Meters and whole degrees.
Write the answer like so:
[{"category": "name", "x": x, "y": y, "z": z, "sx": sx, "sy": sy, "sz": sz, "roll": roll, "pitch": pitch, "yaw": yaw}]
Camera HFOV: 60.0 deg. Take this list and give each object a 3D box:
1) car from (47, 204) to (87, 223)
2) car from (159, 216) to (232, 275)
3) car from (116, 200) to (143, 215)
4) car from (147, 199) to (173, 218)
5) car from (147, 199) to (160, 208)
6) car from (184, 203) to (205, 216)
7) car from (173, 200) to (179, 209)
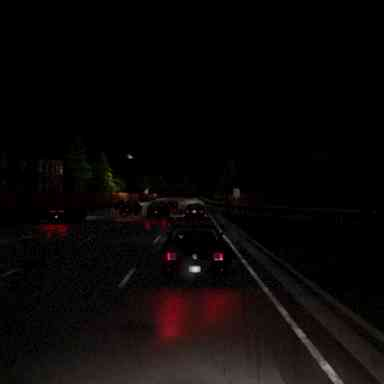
[{"category": "car", "x": -10.295, "y": 1.703, "z": 27.776, "sx": 2.128, "sy": 1.511, "sz": 4.902, "roll": 0, "pitch": -1, "yaw": 1}, {"category": "car", "x": 0.087, "y": 1.684, "z": 10.653, "sx": 1.895, "sy": 1.301, "sz": 4.718, "roll": 0, "pitch": 0, "yaw": 0}, {"category": "car", "x": -6.739, "y": 1.762, "z": 37.204, "sx": 1.882, "sy": 1.535, "sz": 5.008, "roll": 0, "pitch": -1, "yaw": 0}, {"category": "car", "x": -3.252, "y": 1.730, "z": 32.954, "sx": 1.882, "sy": 1.535, "sz": 5.008, "roll": 0, "pitch": -1, "yaw": 0}, {"category": "car", "x": -6.715, "y": 1.975, "z": 58.635, "sx": 1.812, "sy": 1.442, "sz": 4.674, "roll": 0, "pitch": -1, "yaw": 0}, {"category": "car", "x": 0.251, "y": 1.790, "z": 31.583, "sx": 2.033, "sy": 1.411, "sz": 5.357, "roll": 0, "pitch": 0, "yaw": 0}, {"category": "car", "x": -3.213, "y": 2.019, "z": 54.652, "sx": 1.895, "sy": 1.301, "sz": 4.718, "roll": 0, "pitch": 0, "yaw": 0}]
